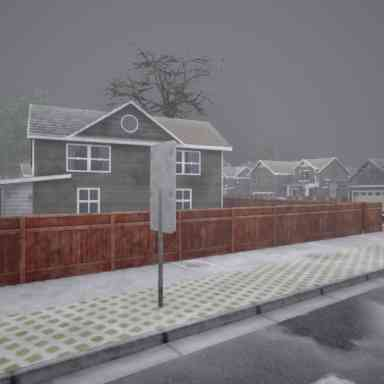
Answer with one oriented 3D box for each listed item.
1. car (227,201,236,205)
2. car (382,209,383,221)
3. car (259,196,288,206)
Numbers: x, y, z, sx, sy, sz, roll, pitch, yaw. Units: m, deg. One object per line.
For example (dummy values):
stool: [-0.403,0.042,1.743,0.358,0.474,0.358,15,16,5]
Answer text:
car: [4.186,1.360,46.007,1.812,1.442,4.674,0,0,-26]
car: [13.253,1.497,26.260,1.994,1.385,4.181,0,0,-23]
car: [9.171,1.238,35.543,2.097,1.767,4.553,0,0,-27]
